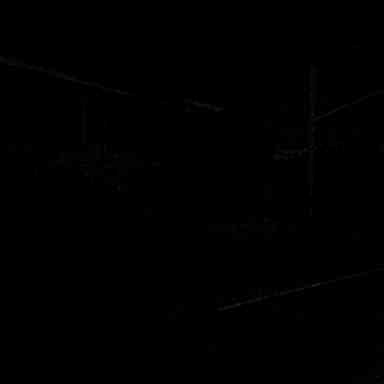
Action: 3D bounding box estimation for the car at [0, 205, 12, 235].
[{"bbox_3d":[-11.482,1.523,18.600,2.242,1.667,4.611,1,0,-36],"label":"car"}]

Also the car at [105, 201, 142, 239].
[{"bbox_3d":[-4.353,1.448,18.338,1.905,1.878,3.866,1,0,-36],"label":"car"}]
